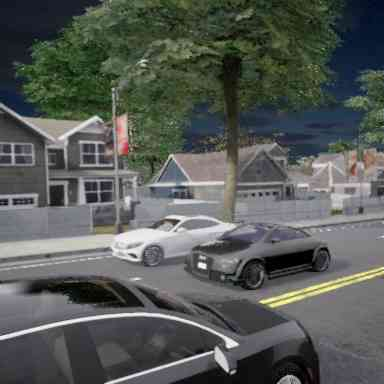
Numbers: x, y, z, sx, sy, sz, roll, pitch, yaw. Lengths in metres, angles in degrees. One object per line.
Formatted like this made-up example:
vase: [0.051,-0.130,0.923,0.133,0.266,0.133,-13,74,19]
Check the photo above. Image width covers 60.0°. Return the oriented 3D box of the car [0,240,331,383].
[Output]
car: [-0.907,1.503,2.792,4.892,1.490,1.837,0,0,-35]

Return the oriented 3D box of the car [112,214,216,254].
car: [-0.392,1.509,11.389,4.674,1.442,1.812,0,0,-35]

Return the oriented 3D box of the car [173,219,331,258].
car: [1.863,1.546,9.005,4.181,1.385,1.994,0,0,-35]
